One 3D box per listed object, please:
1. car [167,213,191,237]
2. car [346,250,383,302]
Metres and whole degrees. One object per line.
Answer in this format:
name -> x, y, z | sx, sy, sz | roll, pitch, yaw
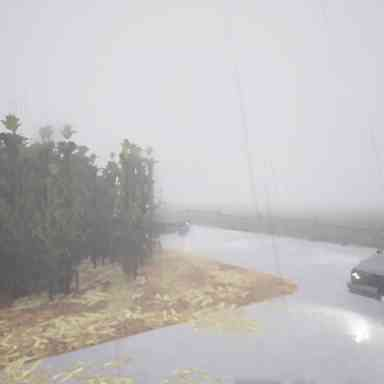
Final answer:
car -> -2.044, 1.743, 18.533 | 1.895, 1.301, 4.718 | 1, -1, -35
car -> 5.786, 1.640, 7.629 | 5.357, 1.411, 2.033 | 1, -1, -35
